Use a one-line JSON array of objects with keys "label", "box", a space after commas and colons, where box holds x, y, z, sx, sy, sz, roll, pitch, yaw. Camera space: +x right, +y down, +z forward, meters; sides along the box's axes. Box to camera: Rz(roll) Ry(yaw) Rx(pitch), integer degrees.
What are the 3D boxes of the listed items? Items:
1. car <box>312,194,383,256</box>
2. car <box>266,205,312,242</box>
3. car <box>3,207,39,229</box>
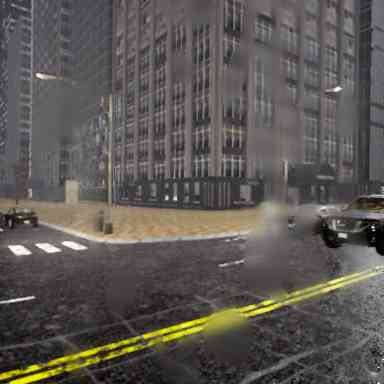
[{"label": "car", "box": [7.391, 1.115, 12.934, 5.566, 2.045, 2.150, 0, 0, -35]}, {"label": "car", "box": [5.568, 1.369, 15.629, 4.902, 1.511, 2.128, 0, 0, -35]}, {"label": "car", "box": [-11.701, 1.678, 22.752, 2.008, 1.369, 4.403, 0, 0, -36]}]
